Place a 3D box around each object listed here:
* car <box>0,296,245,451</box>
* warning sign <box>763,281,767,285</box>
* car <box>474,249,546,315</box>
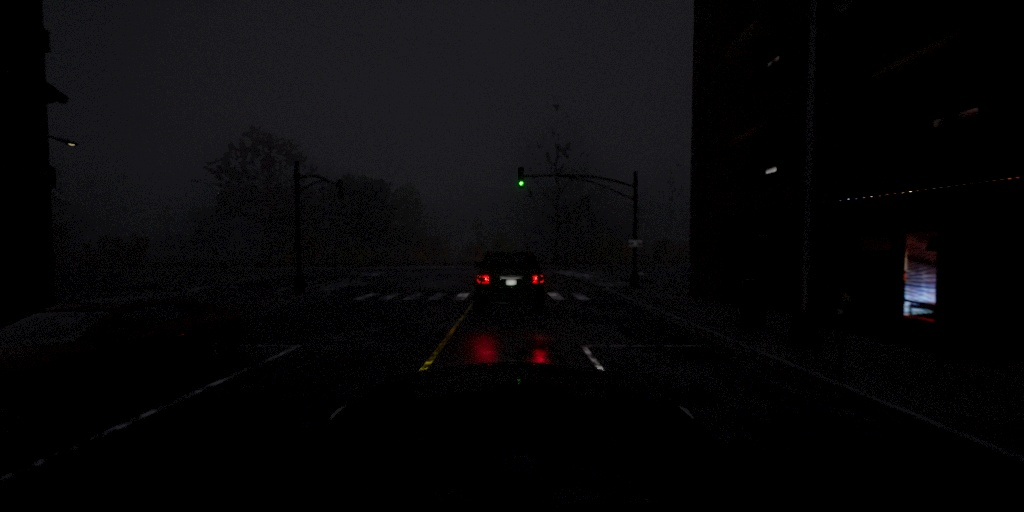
[{"bbox_3d":[-5.786,1.276,5.035,1.802,1.307,4.207,0,0,0],"label":"car"},{"bbox_3d":[16.664,0.626,22.097,1.060,1.860,1.300,0,0,-9],"label":"warning sign"},{"bbox_3d":[-0.173,0.787,12.700,2.150,2.045,5.566,0,1,-3],"label":"car"}]
